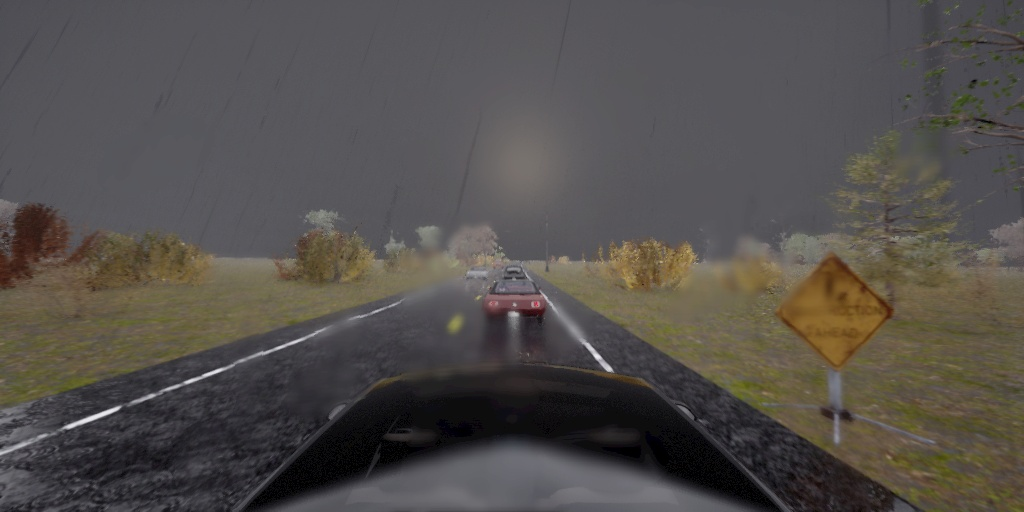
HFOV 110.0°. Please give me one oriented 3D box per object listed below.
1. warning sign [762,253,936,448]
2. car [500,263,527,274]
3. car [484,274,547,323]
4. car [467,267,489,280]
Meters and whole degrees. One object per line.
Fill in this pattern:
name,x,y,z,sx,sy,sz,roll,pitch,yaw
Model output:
warning sign,3.549,0.892,3.912,1.300,1.860,1.060,0,0,0
car,0.175,1.587,29.861,1.837,1.490,4.892,0,-1,0
car,0.106,1.481,12.801,1.895,1.301,4.718,0,-1,0
car,-3.472,1.763,36.580,1.895,1.301,4.718,0,-1,0
